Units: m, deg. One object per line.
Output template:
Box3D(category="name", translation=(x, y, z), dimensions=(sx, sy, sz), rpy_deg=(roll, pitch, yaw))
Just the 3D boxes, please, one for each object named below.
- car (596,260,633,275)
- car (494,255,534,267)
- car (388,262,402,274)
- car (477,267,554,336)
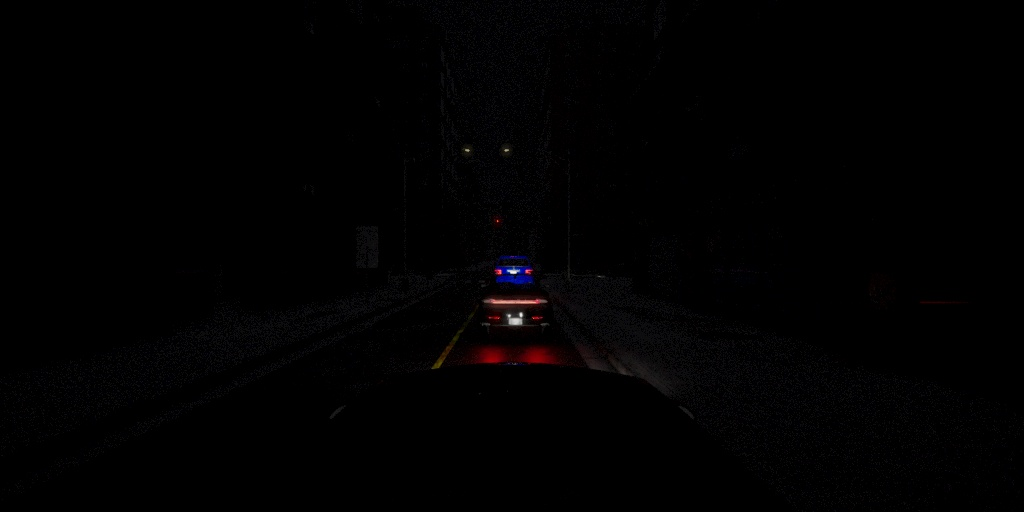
Box3D(category="car", translation=(11.408, 1.229, 37.714), dimensions=(5.008, 1.535, 1.882), rpy_deg=(0, 0, 0))
Box3D(category="car", translation=(0.102, 0.971, 20.693), dimensions=(2.150, 2.045, 5.566), rpy_deg=(0, 0, 1))
Box3D(category="car", translation=(-14.660, 1.288, 40.352), dimensions=(4.313, 1.339, 1.948), rpy_deg=(0, 0, 0))
Box3D(category="car", translation=(0.098, 1.241, 10.381), dimensions=(2.128, 1.511, 4.902), rpy_deg=(0, 0, 0))
